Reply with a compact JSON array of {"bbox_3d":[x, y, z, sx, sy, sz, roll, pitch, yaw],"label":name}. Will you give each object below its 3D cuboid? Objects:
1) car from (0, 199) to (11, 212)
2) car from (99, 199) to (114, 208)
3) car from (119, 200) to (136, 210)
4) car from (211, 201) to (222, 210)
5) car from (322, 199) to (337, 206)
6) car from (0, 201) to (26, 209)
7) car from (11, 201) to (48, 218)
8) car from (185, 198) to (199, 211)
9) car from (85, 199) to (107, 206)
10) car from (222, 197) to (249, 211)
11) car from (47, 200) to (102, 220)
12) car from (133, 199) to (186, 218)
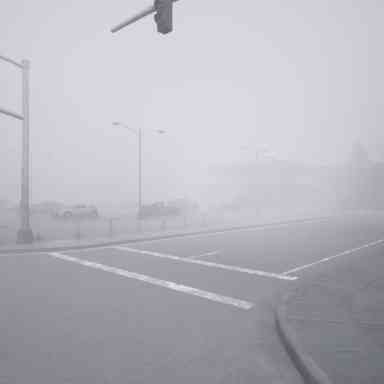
[{"bbox_3d":[-24.685,1.806,43.465,1.905,1.878,3.866,-1,-1,44],"label":"car"},{"bbox_3d":[-16.773,2.243,61.035,1.845,1.501,3.633,-1,-1,44],"label":"car"},{"bbox_3d":[-9.614,2.095,54.065,2.007,1.523,4.514,-1,-1,44],"label":"car"},{"bbox_3d":[4.716,2.048,51.028,1.970,1.475,3.806,-1,-1,44],"label":"car"},{"bbox_3d":[30.693,2.324,72.357,4.611,1.667,2.242,-1,-1,44],"label":"car"},{"bbox_3d":[-33.035,2.392,61.456,1.970,1.475,3.806,-1,-1,44],"label":"car"},{"bbox_3d":[-15.480,1.721,34.579,2.152,1.636,5.027,-1,-1,44],"label":"car"},{"bbox_3d":[-1.148,1.732,44.905,1.932,1.855,4.605,-1,-1,44],"label":"car"},{"bbox_3d":[-22.258,2.500,76.923,2.007,1.523,4.514,-1,-1,44],"label":"car"},{"bbox_3d":[6.681,1.718,48.283,1.905,1.878,3.866,-1,-1,44],"label":"car"},{"bbox_3d":[-10.638,1.720,30.353,1.970,1.475,3.806,-1,-1,44],"label":"car"},{"bbox_3d":[-3.107,1.783,32.880,2.007,1.523,4.514,-1,-1,44],"label":"car"}]
